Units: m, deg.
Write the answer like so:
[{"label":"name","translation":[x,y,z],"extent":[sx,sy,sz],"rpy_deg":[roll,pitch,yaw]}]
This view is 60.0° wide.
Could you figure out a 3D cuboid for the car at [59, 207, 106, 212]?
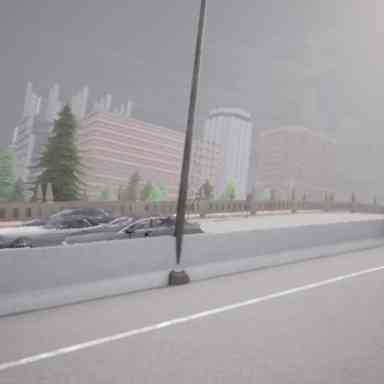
[{"label":"car","translation":[-5.938,1.530,16.955],"extent":[4.892,1.490,1.837],"rpy_deg":[0,0,-36]}]

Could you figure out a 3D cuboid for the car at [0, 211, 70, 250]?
[{"label":"car","translation":[-5.189,1.618,13.189],"extent":[4.718,1.301,1.895],"rpy_deg":[0,0,-36]}]

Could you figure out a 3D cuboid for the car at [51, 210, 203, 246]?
[{"label":"car","translation":[-1.839,1.517,11.280],"extent":[4.902,1.511,2.128],"rpy_deg":[0,0,-36]}]
